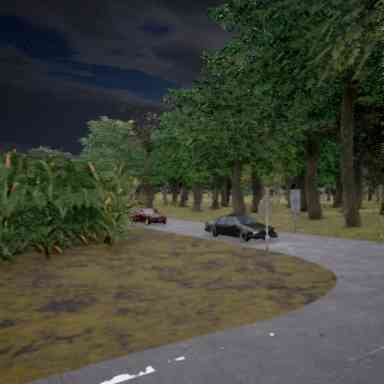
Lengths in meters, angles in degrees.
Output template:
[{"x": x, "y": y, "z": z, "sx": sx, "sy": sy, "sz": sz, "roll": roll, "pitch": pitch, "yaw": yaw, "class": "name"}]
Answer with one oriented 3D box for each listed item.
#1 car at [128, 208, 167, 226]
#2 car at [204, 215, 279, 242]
[{"x": -4.115, "y": 2.308, "z": 32.027, "sx": 1.882, "sy": 1.535, "sz": 5.008, "roll": 0, "pitch": 0, "yaw": -30, "class": "car"}, {"x": 2.767, "y": 2.121, "z": 20.266, "sx": 2.033, "sy": 1.411, "sz": 5.357, "roll": 0, "pitch": -1, "yaw": -30, "class": "car"}]
